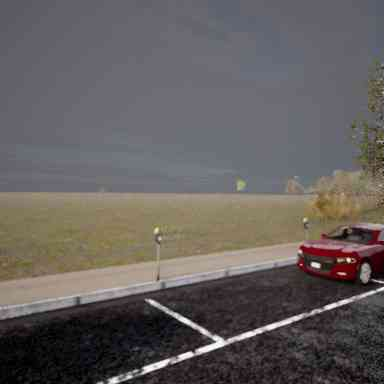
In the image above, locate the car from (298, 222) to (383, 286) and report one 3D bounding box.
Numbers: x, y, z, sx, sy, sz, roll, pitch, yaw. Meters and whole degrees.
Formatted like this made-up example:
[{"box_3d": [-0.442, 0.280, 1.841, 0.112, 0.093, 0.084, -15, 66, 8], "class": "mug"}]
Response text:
[{"box_3d": [4.919, 1.588, 9.593, 4.507, 1.381, 1.887, 0, 0, -35], "class": "car"}]
